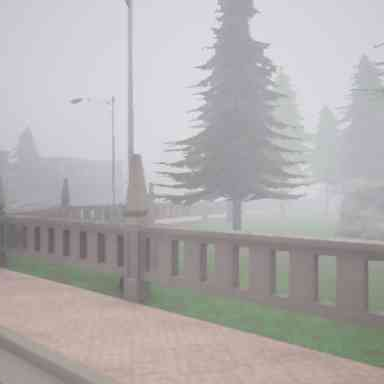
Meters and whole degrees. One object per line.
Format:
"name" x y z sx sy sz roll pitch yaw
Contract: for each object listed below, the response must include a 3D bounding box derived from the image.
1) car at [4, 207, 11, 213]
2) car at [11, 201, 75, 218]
"car" -15.299 1.642 30.555 1.837 1.490 4.892 0 0 36
"car" -12.346 1.610 28.668 2.128 1.511 4.902 0 0 36
